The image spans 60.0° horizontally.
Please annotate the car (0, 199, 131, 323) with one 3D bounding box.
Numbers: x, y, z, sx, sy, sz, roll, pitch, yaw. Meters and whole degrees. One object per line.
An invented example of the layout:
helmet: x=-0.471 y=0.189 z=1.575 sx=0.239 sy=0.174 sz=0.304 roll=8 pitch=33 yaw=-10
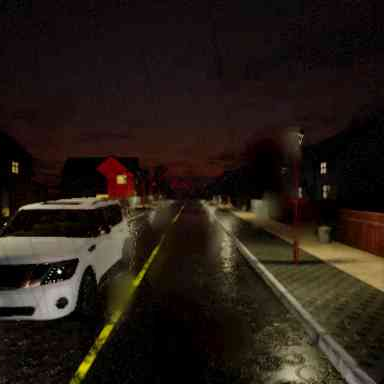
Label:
car: x=-2.840 y=1.212 z=7.505 sx=2.150 sy=2.045 sz=5.566 roll=0 pitch=0 yaw=0
